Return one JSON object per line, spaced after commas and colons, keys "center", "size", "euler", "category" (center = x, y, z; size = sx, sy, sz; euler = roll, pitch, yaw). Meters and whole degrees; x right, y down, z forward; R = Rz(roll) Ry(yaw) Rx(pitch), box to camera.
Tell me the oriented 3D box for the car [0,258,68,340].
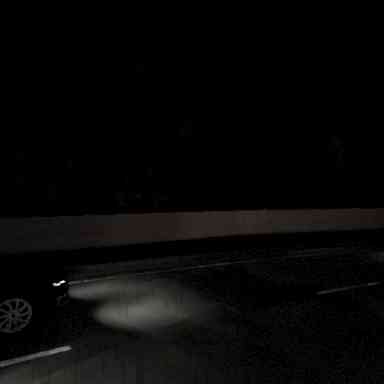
{"center": [-4.423, 1.491, 4.913], "size": [4.892, 1.490, 1.837], "euler": [0, 0, -36], "category": "car"}
